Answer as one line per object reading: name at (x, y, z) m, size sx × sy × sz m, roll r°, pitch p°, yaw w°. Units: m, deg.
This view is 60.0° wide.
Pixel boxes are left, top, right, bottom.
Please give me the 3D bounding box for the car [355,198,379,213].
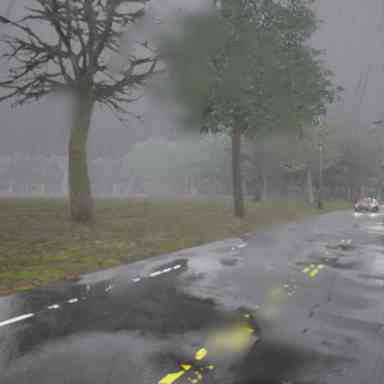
car at (20.992, 1.567, 39.866) m, size 2.097 × 1.767 × 4.553 m, roll 0°, pitch 0°, yaw 37°
